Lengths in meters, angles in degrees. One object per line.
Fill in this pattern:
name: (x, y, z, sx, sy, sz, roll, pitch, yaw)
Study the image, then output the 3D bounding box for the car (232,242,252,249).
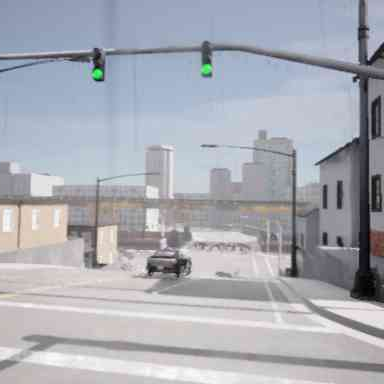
car: (12.460, 13.457, 83.170, 4.536, 1.218, 1.853, -1, -3, 39)

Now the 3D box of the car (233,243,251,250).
car: (12.498, 13.613, 83.130, 4.974, 1.542, 2.038, -1, -3, 39)

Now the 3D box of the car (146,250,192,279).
car: (-1.208, 4.141, 19.387, 2.128, 1.511, 4.902, 0, -11, 10)

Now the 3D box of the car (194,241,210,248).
car: (2.513, 13.312, 84.167, 1.853, 1.218, 4.536, 3, -3, -36)

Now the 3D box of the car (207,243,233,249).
car: (7.077, 13.517, 83.309, 4.974, 1.542, 2.038, 2, -3, -26)

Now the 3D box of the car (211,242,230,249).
car: (7.127, 13.362, 83.339, 4.536, 1.218, 1.853, 2, -3, -26)

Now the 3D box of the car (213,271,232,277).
car: (4.185, 11.954, 47.321, 1.994, 1.385, 4.181, 0, -1, 24)

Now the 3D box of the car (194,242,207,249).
car: (2.541, 13.468, 84.118, 2.038, 1.542, 4.974, 3, -3, -36)
